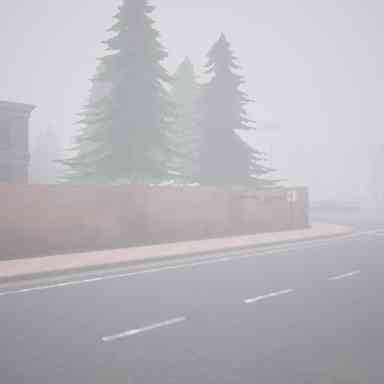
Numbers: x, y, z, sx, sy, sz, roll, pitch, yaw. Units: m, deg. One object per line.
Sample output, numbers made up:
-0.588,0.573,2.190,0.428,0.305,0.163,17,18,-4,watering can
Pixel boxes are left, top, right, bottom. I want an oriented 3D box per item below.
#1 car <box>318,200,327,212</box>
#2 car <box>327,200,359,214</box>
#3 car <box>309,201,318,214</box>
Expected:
11.362,1.507,35.414,1.837,1.490,4.892,0,0,-35,car
15.106,1.548,36.182,2.033,1.411,5.357,0,0,-35,car
9.042,1.223,32.633,2.150,2.045,5.566,0,0,-35,car
